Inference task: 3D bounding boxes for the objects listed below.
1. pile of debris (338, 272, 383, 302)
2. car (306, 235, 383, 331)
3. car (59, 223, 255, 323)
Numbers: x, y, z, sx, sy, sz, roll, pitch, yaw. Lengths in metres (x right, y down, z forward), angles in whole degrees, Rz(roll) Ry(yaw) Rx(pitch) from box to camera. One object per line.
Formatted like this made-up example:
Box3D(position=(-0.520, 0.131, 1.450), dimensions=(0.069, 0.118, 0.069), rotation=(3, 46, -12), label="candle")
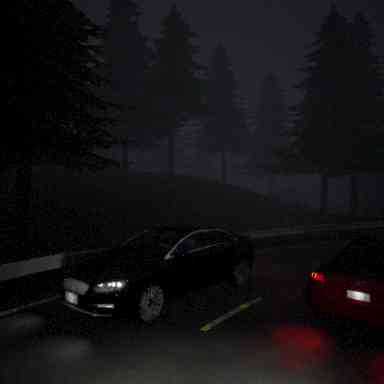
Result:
Box3D(position=(4.519, 2.185, 7.597), dimensions=(1.860, 0.140, 1.500), rotation=(0, 0, -40), label="pile of debris")
Box3D(position=(3.953, 1.568, 6.587), dimensions=(1.994, 1.385, 4.181), rotation=(1, 1, 44), label="car")
Box3D(position=(-0.417, 1.500, 7.406), dimensions=(2.128, 1.511, 4.902), rotation=(0, 0, 41), label="car")
